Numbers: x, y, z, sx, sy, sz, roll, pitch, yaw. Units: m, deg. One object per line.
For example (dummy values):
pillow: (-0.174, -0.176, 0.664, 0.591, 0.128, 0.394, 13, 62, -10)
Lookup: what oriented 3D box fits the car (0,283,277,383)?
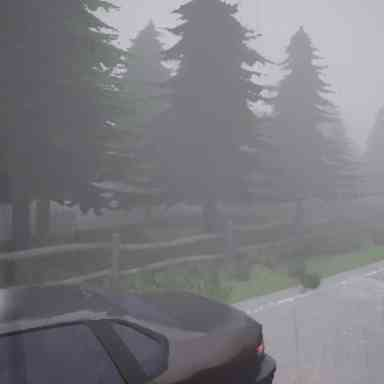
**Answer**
car: (-1.720, 1.547, 2.418, 5.357, 1.411, 2.033, 0, 0, -36)
